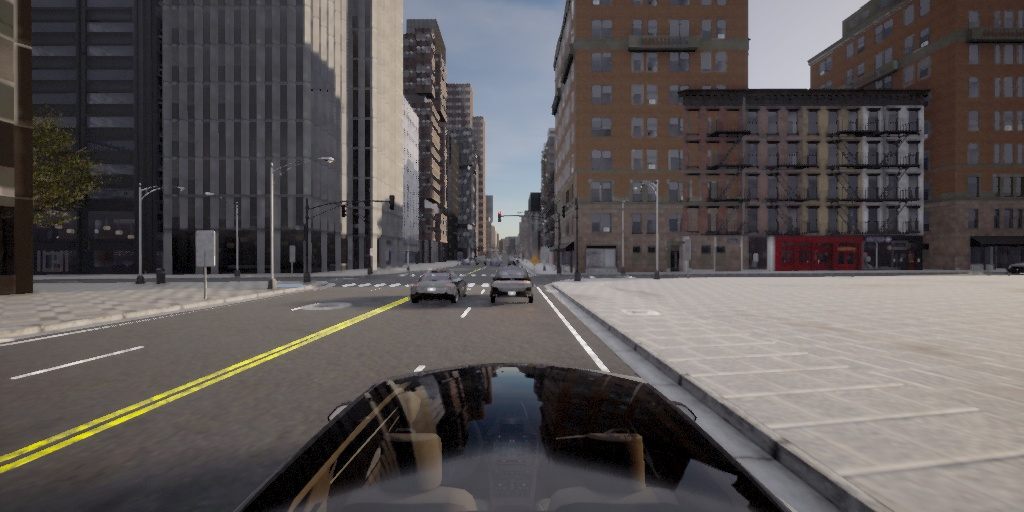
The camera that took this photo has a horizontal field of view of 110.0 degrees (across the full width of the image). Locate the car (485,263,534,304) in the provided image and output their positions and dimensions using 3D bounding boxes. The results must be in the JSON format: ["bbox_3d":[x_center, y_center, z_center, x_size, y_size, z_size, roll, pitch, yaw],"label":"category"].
[{"bbox_3d":[0.000,1.246,16.500,2.128,1.511,4.902,0,0,0],"label":"car"}]

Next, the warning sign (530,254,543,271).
[{"bbox_3d":[2.850,0.872,44.968,1.300,1.860,1.060,0,0,0],"label":"warning sign"}]

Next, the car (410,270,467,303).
[{"bbox_3d":[-3.250,1.323,16.500,1.994,1.385,4.181,0,0,0],"label":"car"}]

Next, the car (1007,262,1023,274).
[{"bbox_3d":[47.353,0.944,31.877,4.892,1.490,1.837,0,0,0],"label":"car"}]
